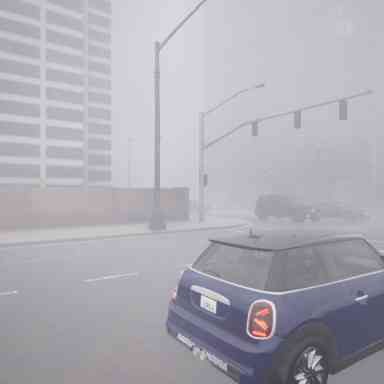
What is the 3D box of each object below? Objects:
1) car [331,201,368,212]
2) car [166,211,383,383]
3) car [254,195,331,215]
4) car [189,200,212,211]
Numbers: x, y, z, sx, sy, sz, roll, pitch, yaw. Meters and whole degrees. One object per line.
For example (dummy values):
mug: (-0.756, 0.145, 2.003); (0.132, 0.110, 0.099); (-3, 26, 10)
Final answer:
car: (11.219, 1.493, 25.981); (2.128, 1.511, 4.902); (0, 0, -36)
car: (1.937, 1.352, 5.170); (4.553, 1.767, 2.097); (0, 0, -35)
car: (7.267, 1.222, 25.486); (2.150, 2.045, 5.566); (0, 0, -36)
car: (0.359, 1.601, 41.108); (1.895, 1.301, 4.718); (0, 0, -36)
